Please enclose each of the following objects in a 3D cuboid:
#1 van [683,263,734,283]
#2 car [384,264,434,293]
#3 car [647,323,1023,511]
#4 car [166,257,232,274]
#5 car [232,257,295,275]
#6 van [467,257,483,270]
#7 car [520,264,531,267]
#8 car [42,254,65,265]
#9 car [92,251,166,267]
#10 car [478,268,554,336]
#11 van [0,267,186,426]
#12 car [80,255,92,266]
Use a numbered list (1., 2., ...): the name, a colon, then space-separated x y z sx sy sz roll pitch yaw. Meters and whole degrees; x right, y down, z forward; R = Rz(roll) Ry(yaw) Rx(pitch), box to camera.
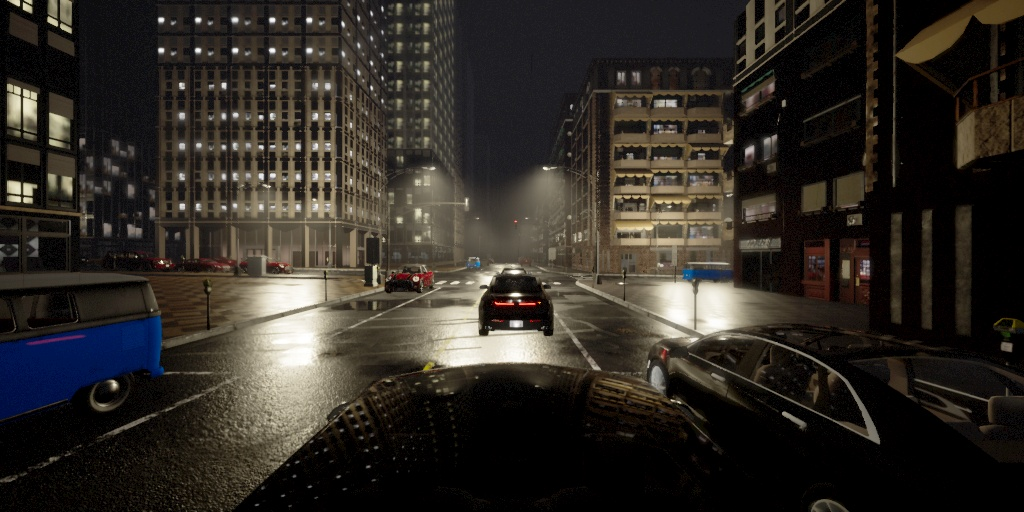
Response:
1. van: 16.915 1.457 30.943 3.998 1.789 1.690 0 0 0
2. car: -5.688 1.192 20.227 1.967 1.591 4.097 0 0 0
3. car: 2.692 1.300 3.280 2.007 1.370 4.403 0 0 0
4. car: -26.718 0.857 30.983 4.207 1.307 1.802 0 0 0
5. car: -21.144 0.822 30.995 4.097 1.591 1.967 0 0 0
6. van: -5.686 1.105 52.701 1.690 1.789 3.998 0 0 0
7. car: 0.102 1.316 19.157 1.994 1.385 4.181 0 0 0
8. car: -49.102 0.399 39.315 4.313 1.339 1.948 0 0 0
9. car: -32.292 0.482 30.971 5.009 1.841 2.192 0 0 0
10. car: 0.102 1.255 10.364 1.837 1.490 4.892 0 0 0
11. van: -5.688 1.091 3.281 1.690 1.789 3.998 0 0 0
12. car: -43.696 0.466 39.327 4.829 1.417 1.751 0 0 0
